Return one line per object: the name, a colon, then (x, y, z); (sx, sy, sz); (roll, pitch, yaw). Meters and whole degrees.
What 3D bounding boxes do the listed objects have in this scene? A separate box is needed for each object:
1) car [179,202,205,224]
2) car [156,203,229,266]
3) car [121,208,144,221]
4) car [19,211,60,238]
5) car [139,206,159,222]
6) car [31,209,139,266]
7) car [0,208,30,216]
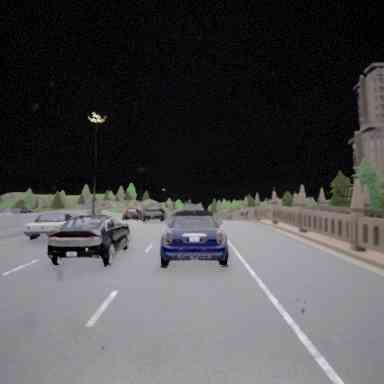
car: (0.008, 1.803, 29.312); (2.097, 1.767, 4.553); (0, -3, 0)
car: (0.064, 1.427, 11.949); (2.097, 1.767, 4.553); (0, 0, 0)
car: (-7.024, 2.716, 39.624); (1.812, 1.442, 4.674); (0, -5, 0)
car: (-6.954, 1.727, 17.721); (1.895, 1.301, 4.718); (0, 0, 0)
car: (-3.500, 2.087, 31.808); (2.128, 1.511, 4.902); (0, -3, 0)
car: (-3.435, 1.572, 11.894); (2.128, 1.511, 4.902); (0, 0, 0)
car: (-14.083, 1.951, 26.516); (1.994, 1.385, 4.181); (0, -2, 0)
